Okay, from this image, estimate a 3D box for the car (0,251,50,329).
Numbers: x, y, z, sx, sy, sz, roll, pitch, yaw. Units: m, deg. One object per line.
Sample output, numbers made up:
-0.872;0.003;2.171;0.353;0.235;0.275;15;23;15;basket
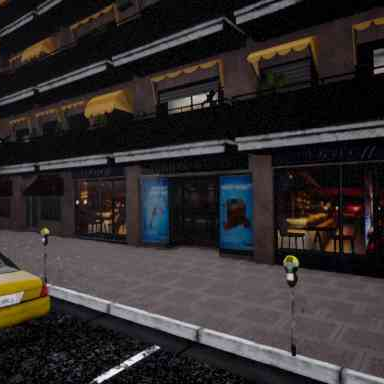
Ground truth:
-4.552;1.527;6.127;4.829;1.417;1.752;0;-1;35;car
